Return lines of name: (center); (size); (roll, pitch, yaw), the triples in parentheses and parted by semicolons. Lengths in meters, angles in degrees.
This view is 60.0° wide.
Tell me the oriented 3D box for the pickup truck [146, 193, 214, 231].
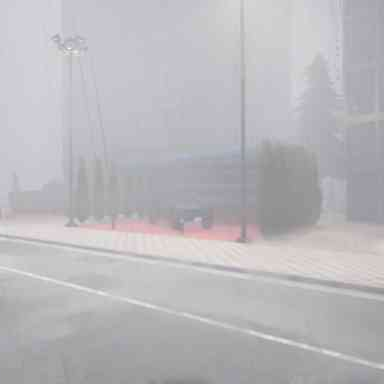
pickup truck: (-0.937, 1.123, 20.666); (2.390, 2.098, 6.274); (0, 0, -24)
